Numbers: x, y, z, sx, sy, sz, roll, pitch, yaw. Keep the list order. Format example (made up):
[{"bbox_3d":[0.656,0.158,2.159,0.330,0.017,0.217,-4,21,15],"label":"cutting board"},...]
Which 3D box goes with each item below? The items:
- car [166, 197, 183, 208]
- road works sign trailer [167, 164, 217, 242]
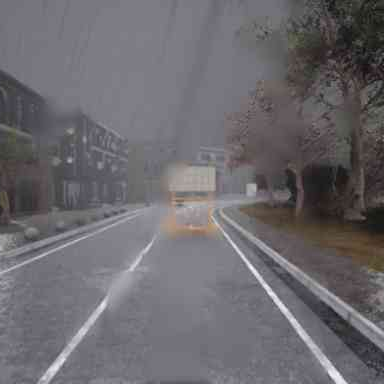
[{"bbox_3d":[-2.348,1.410,46.296,2.128,1.511,4.902,0,0,6],"label":"car"},{"bbox_3d":[-0.002,0.435,16.197,2.380,3.560,2.880,0,0,0],"label":"road works sign trailer"}]
